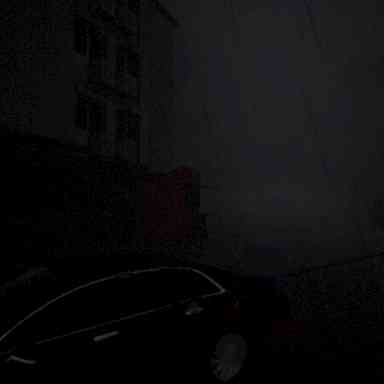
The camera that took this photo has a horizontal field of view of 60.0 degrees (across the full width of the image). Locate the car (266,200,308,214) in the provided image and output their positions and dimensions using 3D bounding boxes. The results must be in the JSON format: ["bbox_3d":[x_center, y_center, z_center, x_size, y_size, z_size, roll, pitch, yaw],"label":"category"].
[{"bbox_3d":[9.981,1.536,35.323,1.812,1.442,4.674,0,0,-36],"label":"car"}]

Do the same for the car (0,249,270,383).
[{"bbox_3d":[-1.230,1.505,3.731,4.892,1.490,1.837,0,0,-36],"label":"car"}]

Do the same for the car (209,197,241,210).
[{"bbox_3d":[4.252,1.488,43.322,1.882,1.535,5.008,0,0,-36],"label":"car"}]
